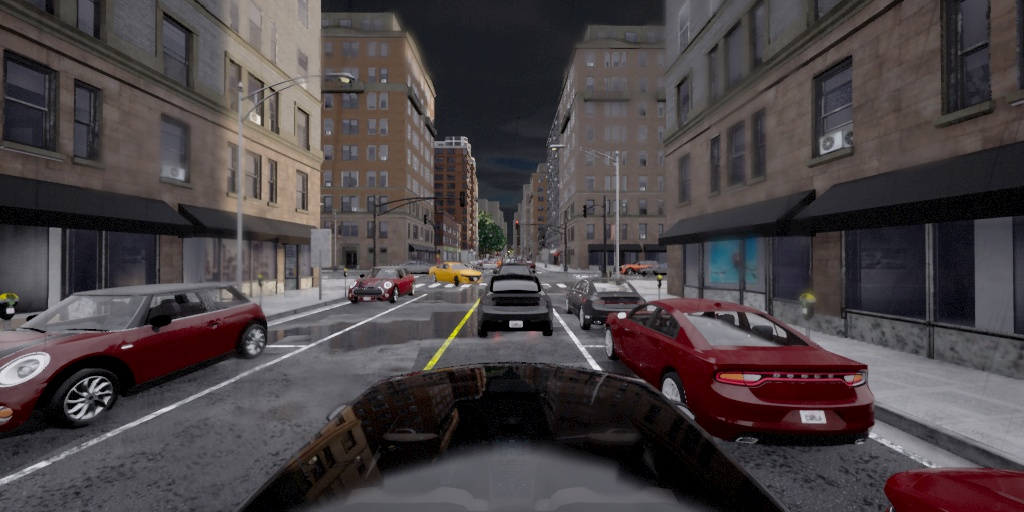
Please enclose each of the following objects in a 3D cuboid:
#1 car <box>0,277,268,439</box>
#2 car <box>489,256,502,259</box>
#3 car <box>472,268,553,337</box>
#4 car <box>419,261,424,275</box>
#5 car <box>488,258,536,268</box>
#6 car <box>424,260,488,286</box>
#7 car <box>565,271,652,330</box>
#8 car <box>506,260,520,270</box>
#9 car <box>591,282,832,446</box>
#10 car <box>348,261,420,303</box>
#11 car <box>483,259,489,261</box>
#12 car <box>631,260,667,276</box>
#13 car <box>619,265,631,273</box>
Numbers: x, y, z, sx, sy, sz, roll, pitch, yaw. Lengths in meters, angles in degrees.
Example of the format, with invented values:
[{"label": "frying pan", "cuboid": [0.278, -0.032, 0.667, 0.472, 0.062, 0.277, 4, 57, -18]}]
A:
[{"label": "car", "cuboid": [-5.850, 1.190, 5.426, 1.967, 1.591, 4.097, 0, 0, 0]}, {"label": "car", "cuboid": [-3.148, 1.159, 60.759, 2.097, 1.767, 4.553, 0, 0, 0]}, {"label": "car", "cuboid": [0.060, 1.258, 10.334, 1.837, 1.490, 4.892, 0, 0, -1]}, {"label": "car", "cuboid": [-8.438, 1.215, 33.505, 4.902, 1.511, 2.128, 0, 0, -14]}, {"label": "car", "cuboid": [0.127, 1.108, 17.748, 2.097, 1.767, 4.553, 0, 0, 0]}, {"label": "car", "cuboid": [-3.974, 1.198, 25.218, 1.882, 1.535, 5.008, 1, 0, -40]}, {"label": "car", "cuboid": [2.687, 1.303, 10.908, 2.007, 1.370, 4.403, 0, 0, 0]}, {"label": "car", "cuboid": [0.119, 1.342, 54.445, 2.033, 1.411, 5.357, 0, 0, -1]}, {"label": "car", "cuboid": [2.676, 1.296, 5.417, 1.888, 1.381, 4.507, 0, 0, 0]}, {"label": "car", "cuboid": [-5.829, 1.195, 16.413, 1.967, 1.591, 4.097, 0, 0, 0]}, {"label": "car", "cuboid": [-3.104, 1.389, 50.787, 1.895, 1.301, 4.718, 0, 0, 0]}, {"label": "car", "cuboid": [15.203, 1.395, 36.019, 5.357, 1.411, 2.033, 0, 0, 0]}, {"label": "car", "cuboid": [14.039, 1.221, 39.280, 4.553, 1.767, 2.097, 0, 0, 0]}]
